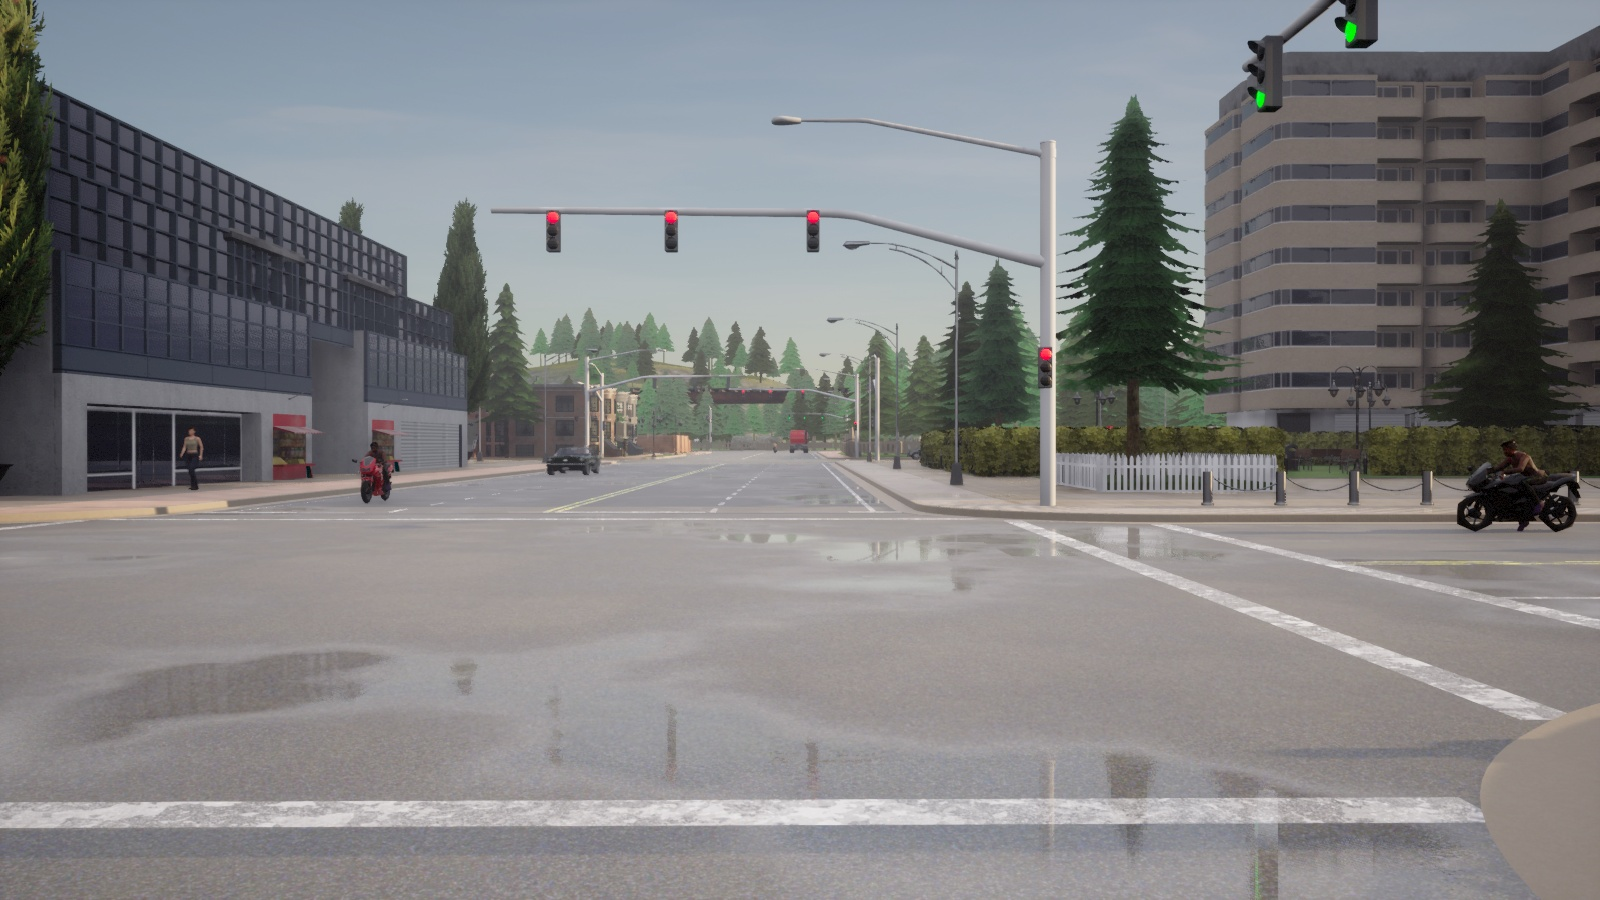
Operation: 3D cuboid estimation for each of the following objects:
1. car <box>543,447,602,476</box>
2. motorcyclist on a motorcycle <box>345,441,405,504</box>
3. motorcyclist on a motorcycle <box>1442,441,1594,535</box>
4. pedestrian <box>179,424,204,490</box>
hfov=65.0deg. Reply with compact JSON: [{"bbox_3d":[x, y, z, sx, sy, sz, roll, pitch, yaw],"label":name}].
[{"bbox_3d":[-10.668,0.504,59.212,1.895,1.301,4.718,0,0,0],"label":"car"},{"bbox_3d":[-10.665,0.542,31.586,0.797,1.523,2.044,0,0,0],"label":"motorcyclist on a motorcycle"},{"bbox_3d":[11.870,0.621,20.800,2.044,1.523,0.797,0,0,0],"label":"motorcyclist on a motorcycle"},{"bbox_3d":[-17.165,0.191,35.440,0.345,1.836,0.594,0,0,8],"label":"pedestrian"}]
